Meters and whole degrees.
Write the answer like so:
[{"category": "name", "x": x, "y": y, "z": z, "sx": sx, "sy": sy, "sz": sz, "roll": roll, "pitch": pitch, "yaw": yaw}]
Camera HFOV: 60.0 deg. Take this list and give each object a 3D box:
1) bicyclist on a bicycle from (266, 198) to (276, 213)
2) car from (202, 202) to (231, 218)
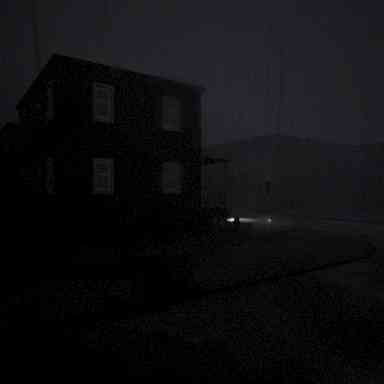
[{"category": "bicyclist on a bicycle", "x": 8.284, "y": 1.348, "z": 34.774, "sx": 1.656, "sy": 1.620, "sz": 0.582, "roll": 0, "pitch": 0, "yaw": -35}, {"category": "car", "x": 1.601, "y": 1.564, "z": 29.688, "sx": 1.994, "sy": 1.385, "sz": 4.181, "roll": 0, "pitch": 0, "yaw": -35}]
